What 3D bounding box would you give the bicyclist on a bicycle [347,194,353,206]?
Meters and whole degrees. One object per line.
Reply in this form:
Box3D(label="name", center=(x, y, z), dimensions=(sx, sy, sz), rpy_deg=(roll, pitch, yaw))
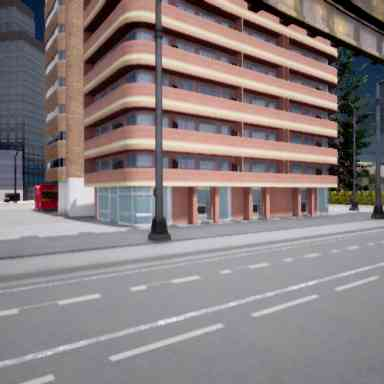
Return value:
Box3D(label="bicyclist on a bicycle", center=(21.990, 1.114, 46.286), dimensions=(1.656, 1.620, 0.582), rpy_deg=(0, 0, -35))
